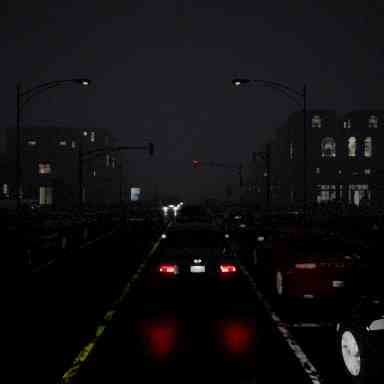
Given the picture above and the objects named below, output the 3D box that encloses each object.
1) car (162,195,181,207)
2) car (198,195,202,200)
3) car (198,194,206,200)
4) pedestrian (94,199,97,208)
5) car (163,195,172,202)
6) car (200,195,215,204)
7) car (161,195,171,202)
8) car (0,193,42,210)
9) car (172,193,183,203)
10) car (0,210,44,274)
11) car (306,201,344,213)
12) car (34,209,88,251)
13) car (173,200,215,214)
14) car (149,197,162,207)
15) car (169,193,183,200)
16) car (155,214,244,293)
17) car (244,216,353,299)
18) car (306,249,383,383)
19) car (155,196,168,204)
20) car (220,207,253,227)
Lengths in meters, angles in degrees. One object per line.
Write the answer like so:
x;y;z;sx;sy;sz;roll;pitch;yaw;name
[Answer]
-3.145;1.532;51.134;1.812;1.442;4.674;0;0;1;car
2.649;1.590;63.130;1.802;1.307;4.206;0;0;0;car
2.630;1.458;90.741;1.967;1.590;4.097;0;0;0;car
-12.583;1.415;43.222;0.375;1.300;0.375;0;-1;1;pedestrian
-5.743;1.538;79.535;1.752;1.417;4.829;0;0;0;car
2.657;1.572;52.088;1.947;1.339;4.313;0;0;0;car
-5.739;1.451;74.183;1.967;1.590;4.097;0;0;0;car
-18.690;1.141;34.553;5.566;2.045;2.150;0;0;-1;car
-3.052;1.236;72.142;2.150;2.045;5.566;0;0;0;car
-5.692;1.441;8.325;1.967;1.590;4.097;0;0;0;car
14.784;1.653;37.283;4.181;1.385;1.994;0;0;1;car
-5.697;1.552;14.017;2.008;1.369;4.403;0;0;0;car
0.086;1.480;19.461;1.882;1.535;5.008;0;0;0;car
-5.724;1.588;52.095;1.802;1.307;4.206;0;0;0;car
-3.110;1.499;61.486;2.128;1.511;4.902;0;0;0;car
0.098;1.548;8.997;2.033;1.411;5.357;0;0;0;car
2.688;1.546;8.314;1.887;1.381;4.507;0;0;0;car
2.692;1.551;2.622;2.008;1.369;4.403;0;0;0;car
-5.732;1.559;63.138;2.008;1.369;4.403;0;0;0;car
2.680;1.553;19.698;2.008;1.369;4.403;0;0;0;car
